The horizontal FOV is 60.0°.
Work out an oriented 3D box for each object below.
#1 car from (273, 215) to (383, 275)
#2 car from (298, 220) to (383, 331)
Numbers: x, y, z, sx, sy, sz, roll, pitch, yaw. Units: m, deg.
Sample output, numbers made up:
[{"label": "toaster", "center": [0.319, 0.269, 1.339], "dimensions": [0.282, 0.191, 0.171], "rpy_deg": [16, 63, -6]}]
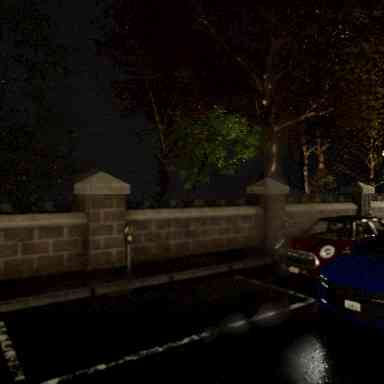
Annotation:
[{"label": "car", "center": [4.200, 1.440, 9.553], "dimensions": [4.097, 1.590, 1.967], "rpy_deg": [0, 0, -36]}, {"label": "car", "center": [4.520, 1.477, 6.572], "dimensions": [5.008, 1.535, 1.882], "rpy_deg": [0, 0, -35]}]
